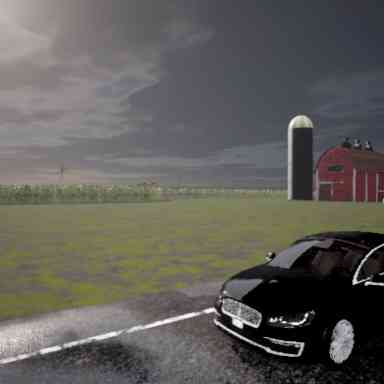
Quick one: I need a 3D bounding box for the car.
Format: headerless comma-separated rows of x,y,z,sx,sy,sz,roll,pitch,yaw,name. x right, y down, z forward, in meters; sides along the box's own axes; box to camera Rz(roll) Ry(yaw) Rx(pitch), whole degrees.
2.615,1.499,5.773,4.892,1.490,1.837,0,0,-34,car
